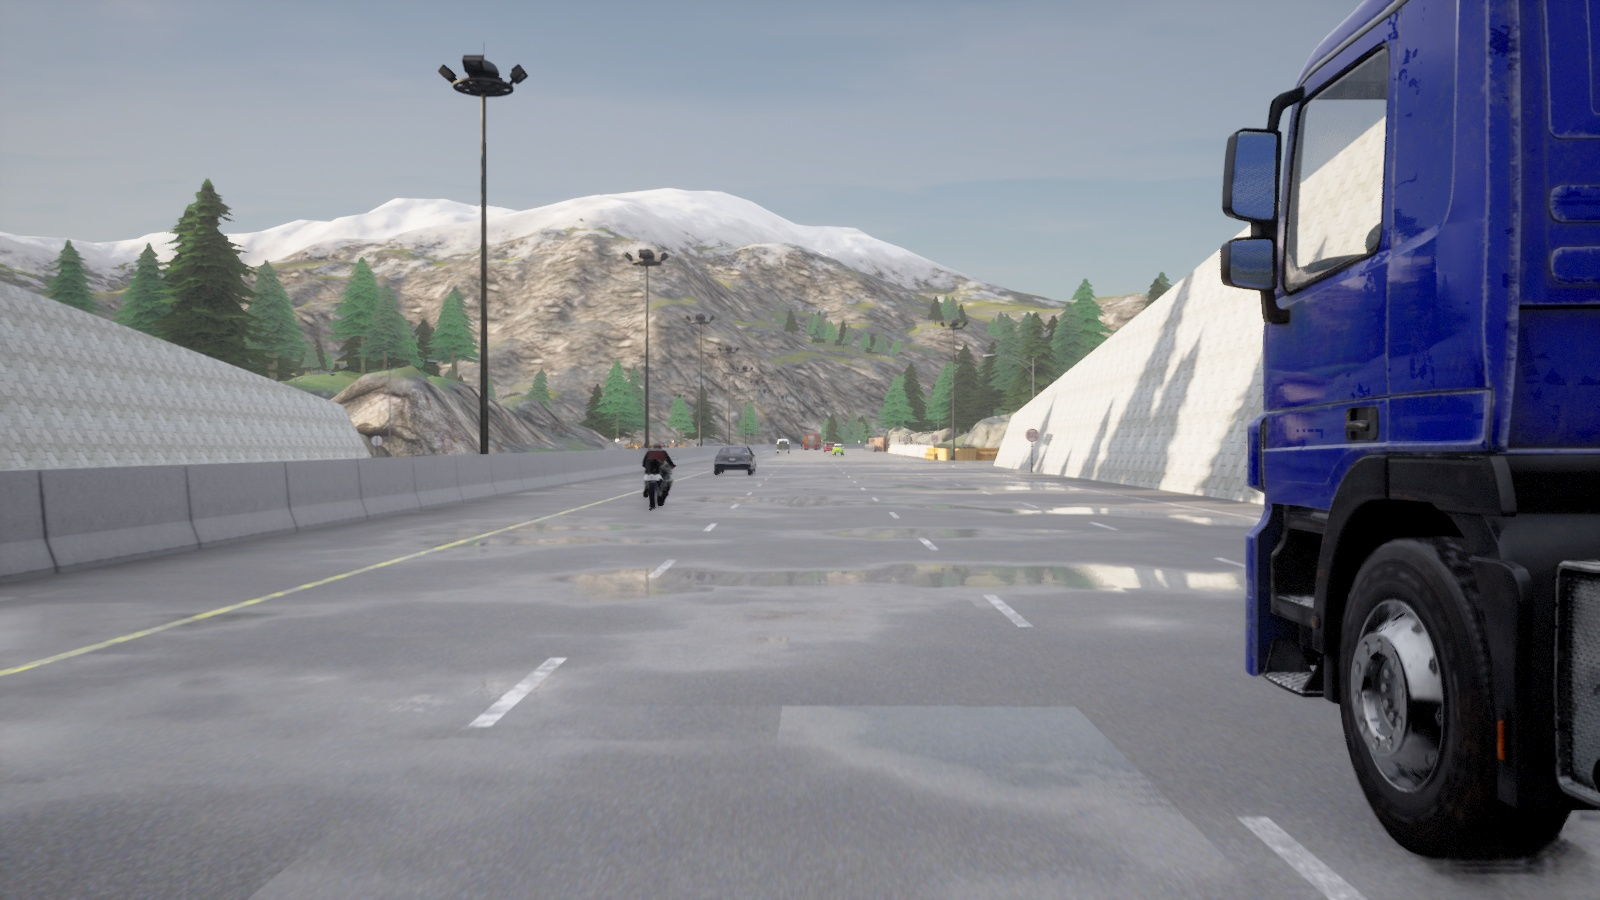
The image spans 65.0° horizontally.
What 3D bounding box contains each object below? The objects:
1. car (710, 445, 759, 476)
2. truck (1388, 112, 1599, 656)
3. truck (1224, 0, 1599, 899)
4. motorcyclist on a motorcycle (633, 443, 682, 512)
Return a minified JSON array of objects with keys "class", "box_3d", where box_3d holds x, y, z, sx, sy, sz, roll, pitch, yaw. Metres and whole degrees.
[{"class":"car","box_3d":[-3.078,0.452,60.204,2.033,1.411,5.357,0,0,0]},{"class":"truck","box_3d":[7.065,-0.456,7.796,2.891,3.827,8.468,0,0,0]},{"class":"truck","box_3d":[3.530,-0.245,2.249,2.891,3.462,7.936,0,0,0]},{"class":"motorcyclist on a motorcycle","box_3d":[-3.290,0.614,29.133,0.866,1.530,2.191,0,0,0]}]
